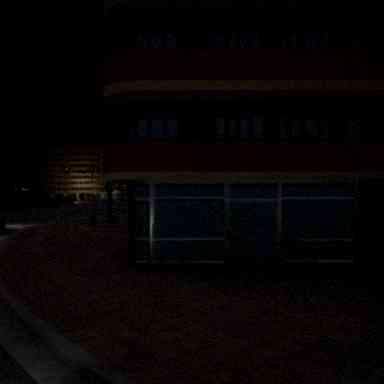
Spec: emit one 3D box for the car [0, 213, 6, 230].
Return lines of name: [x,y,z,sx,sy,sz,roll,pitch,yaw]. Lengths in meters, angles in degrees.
car: [-12.923,1.717,20.126,1.882,1.535,5.008,0,-1,-13]
